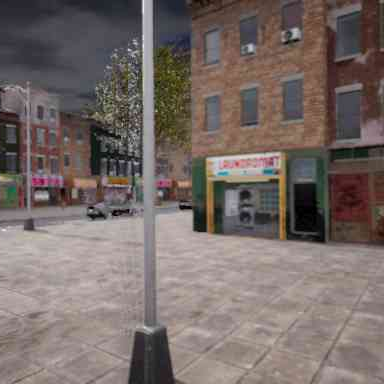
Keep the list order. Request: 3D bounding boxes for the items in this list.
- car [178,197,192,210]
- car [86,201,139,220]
[{"bbox_3d":[0.337,1.135,33.564,1.947,1.339,4.313,0,1,35],"label":"car"},{"bbox_3d":[-5.836,1.294,24.697,1.947,1.339,4.313,0,1,35],"label":"car"}]
